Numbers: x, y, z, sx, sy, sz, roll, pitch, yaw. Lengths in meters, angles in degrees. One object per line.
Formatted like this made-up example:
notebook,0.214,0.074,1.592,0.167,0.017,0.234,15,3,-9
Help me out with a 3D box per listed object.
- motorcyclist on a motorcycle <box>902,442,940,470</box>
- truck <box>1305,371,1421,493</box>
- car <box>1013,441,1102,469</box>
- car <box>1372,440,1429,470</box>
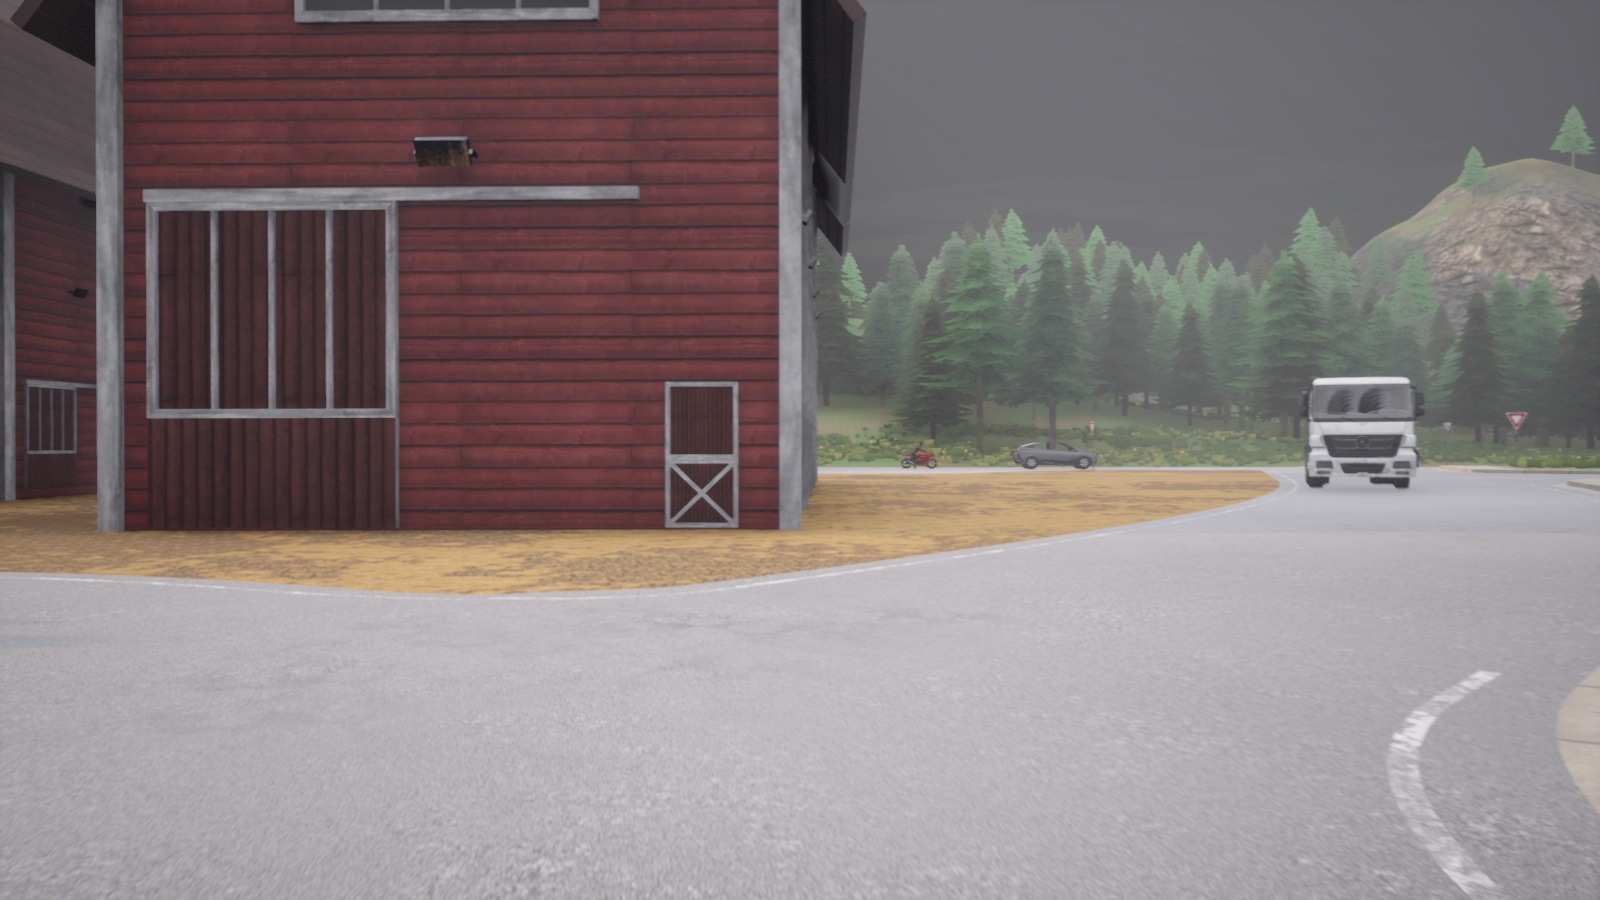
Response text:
motorcyclist on a motorcycle,6.644,0.306,69.162,2.044,1.523,0.797,0,0,2
truck,17.766,-0.552,40.061,2.891,3.462,7.936,0,1,21
car,14.085,0.272,68.890,4.514,1.525,2.007,0,0,2
car,31.161,0.266,65.124,1.845,1.501,3.633,-1,0,39
